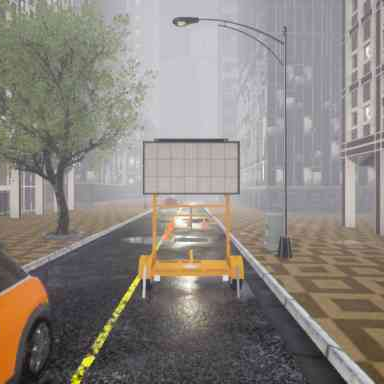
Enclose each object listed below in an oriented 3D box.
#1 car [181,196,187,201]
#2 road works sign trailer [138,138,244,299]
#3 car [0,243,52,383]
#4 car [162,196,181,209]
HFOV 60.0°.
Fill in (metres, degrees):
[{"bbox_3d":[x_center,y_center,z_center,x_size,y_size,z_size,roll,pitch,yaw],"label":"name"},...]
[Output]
[{"bbox_3d":[-2.519,1.710,88.486,1.812,1.442,4.674,0,0,3],"label":"car"},{"bbox_3d":[-0.019,0.464,8.414,2.380,3.560,2.880,0,0,0],"label":"road works sign trailer"},{"bbox_3d":[-2.855,1.352,2.405,2.097,1.767,4.553,0,0,0],"label":"car"},{"bbox_3d":[-2.954,1.516,45.632,1.882,1.535,5.008,0,0,0],"label":"car"}]
